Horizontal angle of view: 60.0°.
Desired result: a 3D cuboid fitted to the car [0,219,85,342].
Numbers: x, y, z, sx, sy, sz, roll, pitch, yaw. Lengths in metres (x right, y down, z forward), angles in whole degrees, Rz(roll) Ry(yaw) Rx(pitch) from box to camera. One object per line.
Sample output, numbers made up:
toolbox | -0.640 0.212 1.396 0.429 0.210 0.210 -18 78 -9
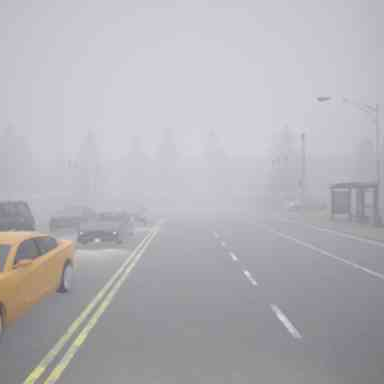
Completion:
car | -3.735 1.528 6.190 1.882 1.535 5.008 0 0 -2

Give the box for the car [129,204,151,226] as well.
car | -4.161 1.652 25.051 1.812 1.442 4.674 0 0 -2

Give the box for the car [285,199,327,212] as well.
car | 13.008 1.515 38.017 4.674 1.442 1.812 0 -1 -8

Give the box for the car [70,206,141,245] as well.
car | -4.009 1.637 16.469 2.033 1.411 5.357 0 0 -2

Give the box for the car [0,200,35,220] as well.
car | -7.378 1.317 11.386 2.150 2.045 5.566 0 0 -2

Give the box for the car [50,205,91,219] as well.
car | -7.624 1.613 21.849 1.882 1.535 5.008 0 0 -1
